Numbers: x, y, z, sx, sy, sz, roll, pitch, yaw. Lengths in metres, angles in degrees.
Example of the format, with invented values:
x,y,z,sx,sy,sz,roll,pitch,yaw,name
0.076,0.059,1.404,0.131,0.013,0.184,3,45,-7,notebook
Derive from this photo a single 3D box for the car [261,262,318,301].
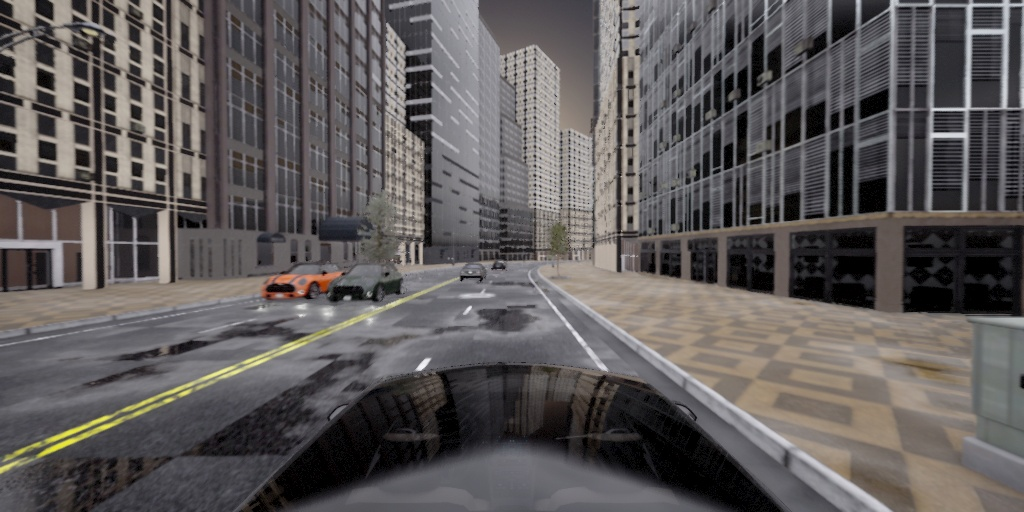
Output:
x,y,z,sx,sy,sz,roll,pitch,yaw,name
-9.828,1.099,17.418,2.097,1.767,4.553,0,0,0,car

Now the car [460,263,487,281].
x,y,z,sx,sy,sz,roll,pitch,yaw,name
-3.126,1.295,29.702,2.033,1.411,5.357,0,0,1,car

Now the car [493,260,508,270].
x,y,z,sx,sy,sz,roll,pitch,yaw,name
-1.750,1.295,53.499,1.812,1.442,4.674,0,0,6,car

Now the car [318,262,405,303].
x,y,z,sx,sy,sz,roll,pitch,yaw,name
-6.580,1.099,16.596,2.097,1.767,4.553,0,0,0,car
